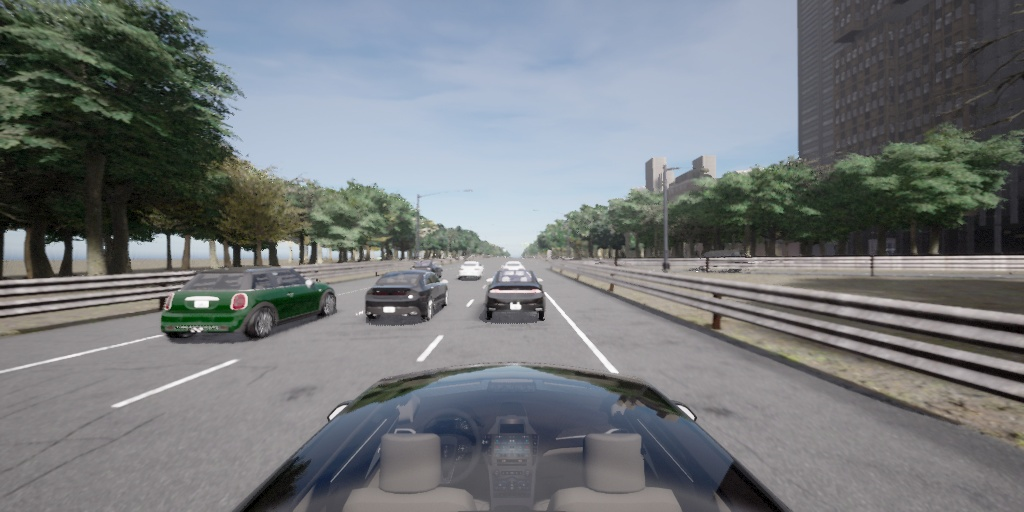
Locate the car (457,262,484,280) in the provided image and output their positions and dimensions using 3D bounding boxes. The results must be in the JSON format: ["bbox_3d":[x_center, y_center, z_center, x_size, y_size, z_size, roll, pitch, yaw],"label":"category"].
[{"bbox_3d":[-3.392,1.206,30.422,1.812,1.442,4.674,0,0,0],"label":"car"}]

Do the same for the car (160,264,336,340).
[{"bbox_3d":[-6.896,1.084,10.095,2.097,1.767,4.553,0,0,0],"label":"car"}]

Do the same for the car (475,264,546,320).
[{"bbox_3d":[0.102,1.216,12.532,2.128,1.511,4.902,0,0,0],"label":"car"}]

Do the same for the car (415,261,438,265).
[{"bbox_3d":[-6.892,1.175,29.268,2.128,1.511,4.902,0,0,0],"label":"car"}]

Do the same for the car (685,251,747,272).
[{"bbox_3d":[20.486,0.551,36.187,2.150,2.045,5.566,0,-1,-33],"label":"car"}]

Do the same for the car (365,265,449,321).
[{"bbox_3d":[-3.398,1.231,12.345,1.837,1.490,4.892,0,0,0],"label":"car"}]

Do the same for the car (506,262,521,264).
[{"bbox_3d":[0.123,1.205,30.446,1.812,1.442,4.674,0,0,0],"label":"car"}]
